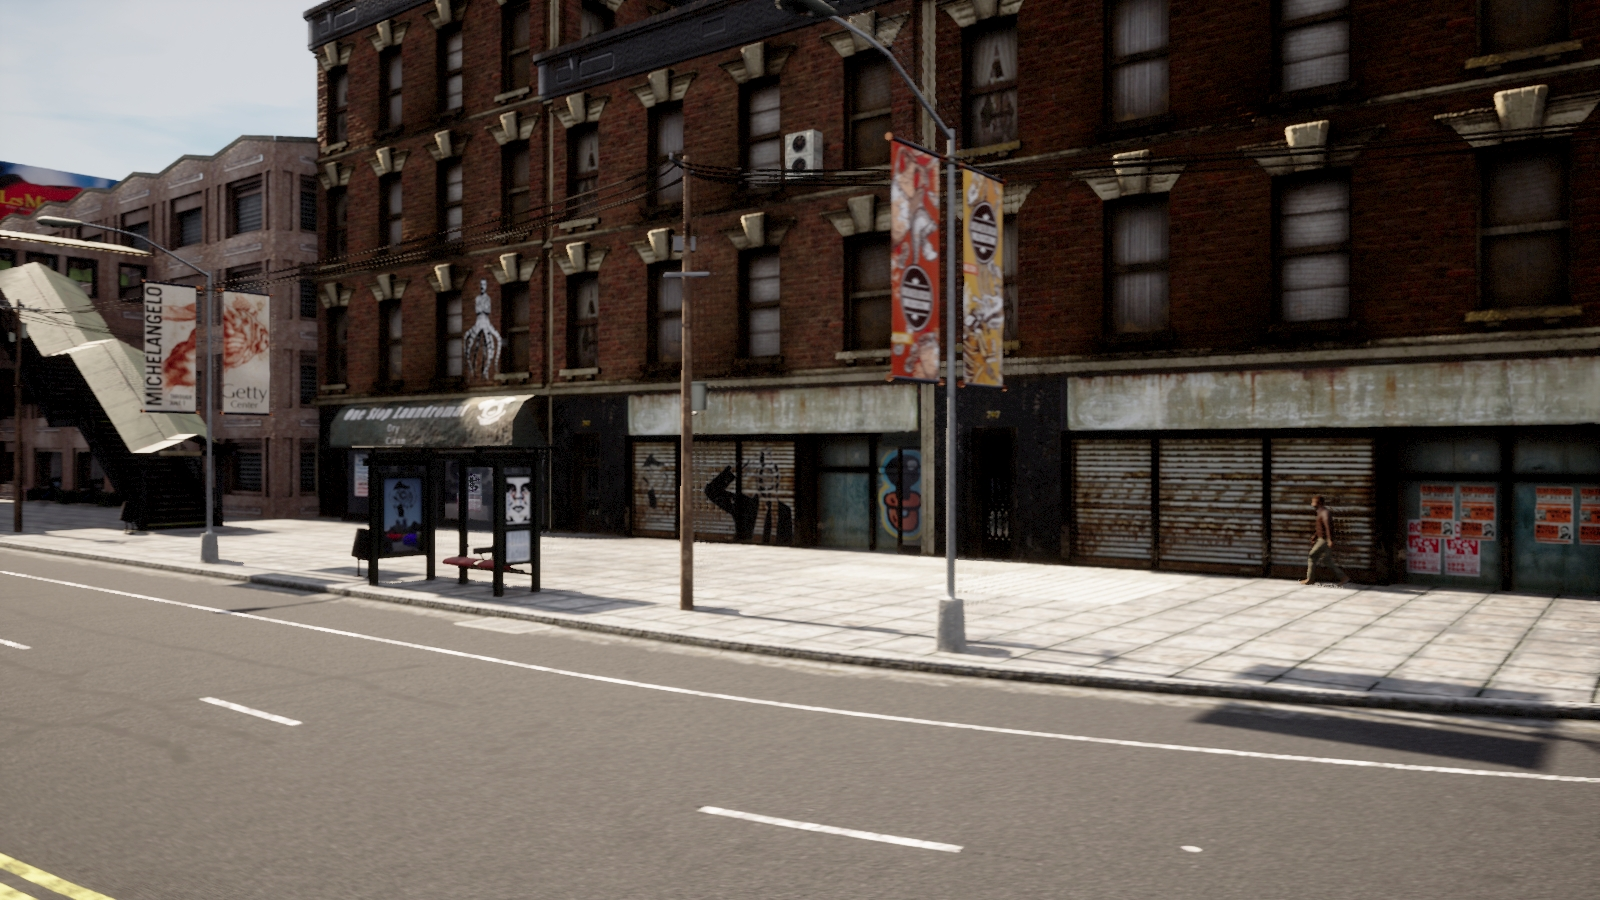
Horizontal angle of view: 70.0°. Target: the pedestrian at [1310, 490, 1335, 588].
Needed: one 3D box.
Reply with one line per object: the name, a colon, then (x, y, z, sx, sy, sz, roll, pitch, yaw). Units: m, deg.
pedestrian: (10.162, 1.721, 22.217, 0.375, 1.860, 0.375, 0, 0, 33)
